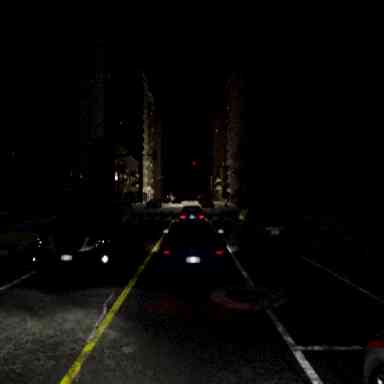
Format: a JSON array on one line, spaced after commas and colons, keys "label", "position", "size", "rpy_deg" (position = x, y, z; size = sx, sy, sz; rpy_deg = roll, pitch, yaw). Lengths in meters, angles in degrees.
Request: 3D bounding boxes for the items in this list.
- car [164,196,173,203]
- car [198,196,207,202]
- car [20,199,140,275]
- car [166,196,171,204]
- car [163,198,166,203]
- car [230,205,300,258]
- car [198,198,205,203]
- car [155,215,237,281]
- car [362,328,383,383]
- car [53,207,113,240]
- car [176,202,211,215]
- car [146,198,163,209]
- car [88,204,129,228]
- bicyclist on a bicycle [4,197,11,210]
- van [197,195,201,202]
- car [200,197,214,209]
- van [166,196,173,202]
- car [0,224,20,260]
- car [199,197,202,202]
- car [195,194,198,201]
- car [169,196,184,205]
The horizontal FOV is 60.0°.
[{"label": "car", "position": [-6.083, 1.962, 85.288], "size": [1.967, 1.590, 4.097], "rpy_deg": [1, 0, 0]}, {"label": "car", "position": [2.504, 1.961, 62.611], "size": [1.802, 1.307, 4.206], "rpy_deg": [1, 0, 0]}, {"label": "car", "position": [-3.127, 1.287, 11.039], "size": [2.150, 2.045, 5.566], "rpy_deg": [0, 0, 0]}, {"label": "car", "position": [-6.053, 2.032, 73.941], "size": [1.802, 1.307, 4.206], "rpy_deg": [1, 0, 0]}, {"label": "car", "position": [-6.005, 1.889, 56.923], "size": [1.887, 1.381, 4.507], "rpy_deg": [1, 0, 0]}, {"label": "car", "position": [2.645, 1.394, 12.999], "size": [2.192, 1.841, 5.009], "rpy_deg": [1, 0, 0]}, {"label": "car", "position": [2.441, 2.104, 85.304], "size": [1.802, 1.307, 4.206], "rpy_deg": [1, 0, 0]}, {"label": "car", "position": [0.042, 1.626, 10.086], "size": [1.994, 1.385, 4.181], "rpy_deg": [0, 0, 0]}, {"label": "car", "position": [2.675, 1.451, 1.749], "size": [1.967, 1.590, 4.097], "rpy_deg": [1, 0, 0]}, {"label": "car", "position": [-5.899, 1.657, 18.607], "size": [1.887, 1.381, 4.507], "rpy_deg": [1, 0, 0]}, {"label": "car", "position": [-0.012, 1.692, 24.146], "size": [2.033, 1.411, 5.357], "rpy_deg": [0, 0, -1]}, {"label": "car", "position": [-5.990, 1.854, 51.251], "size": [1.887, 1.381, 4.507], "rpy_deg": [1, 0, 0]}, {"label": "car", "position": [-5.914, 1.671, 24.062], "size": [1.752, 1.417, 4.829], "rpy_deg": [1, 0, 0]}, {"label": "bicyclist on a bicycle", "position": [-23.125, 1.402, 41.647], "size": [0.582, 1.620, 1.656], "rpy_deg": [0, -1, 0]}, {"label": "van", "position": [2.491, 1.755, 68.286], "size": [1.690, 1.788, 3.998], "rpy_deg": [1, 0, 0]}, {"label": "car", "position": [2.536, 1.891, 51.265], "size": [1.802, 1.307, 4.206], "rpy_deg": [1, 0, 0]}, {"label": "van", "position": [-6.098, 1.899, 90.961], "size": [1.690, 1.788, 3.998], "rpy_deg": [1, 0, 0]}, {"label": "car", "position": [-5.883, 1.603, 12.813], "size": [1.752, 1.417, 4.829], "rpy_deg": [1, 0, 0]}, {"label": "car", "position": [2.520, 1.926, 56.938], "size": [1.802, 1.307, 4.206], "rpy_deg": [1, 0, 0]}, {"label": "car", "position": [2.475, 1.765, 73.959], "size": [2.192, 1.841, 5.009], "rpy_deg": [1, 0, 0]}, {"label": "car", "position": [-3.193, 2.023, 70.498], "size": [1.895, 1.301, 4.718], "rpy_deg": [0, 0, 0]}]
